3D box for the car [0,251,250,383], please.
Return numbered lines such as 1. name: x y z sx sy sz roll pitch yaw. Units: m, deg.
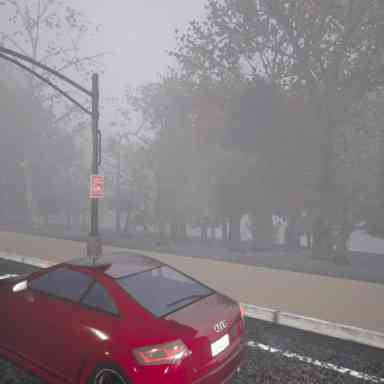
1. car: -1.338 1.563 4.636 4.181 1.385 1.994 0 0 35
